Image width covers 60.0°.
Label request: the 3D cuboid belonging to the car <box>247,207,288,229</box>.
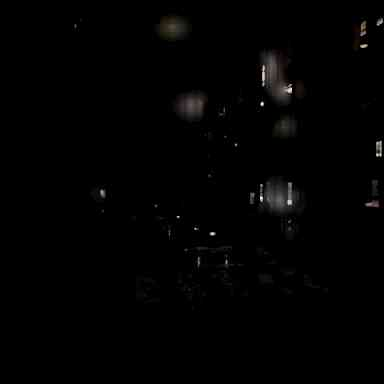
[{"bbox_3d":[4.846,1.631,22.064,1.802,1.307,4.206,-1,0,-11],"label":"car"}]

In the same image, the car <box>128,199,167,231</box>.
[{"bbox_3d":[-2.893,1.476,20.548,1.967,1.590,4.097,-1,0,-11],"label":"car"}]

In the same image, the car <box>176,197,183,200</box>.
[{"bbox_3d":[-2.509,1.617,47.256,1.812,1.442,4.674,0,-1,-11],"label":"car"}]

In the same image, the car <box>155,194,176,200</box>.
[{"bbox_3d":[-3.290,1.418,35.729,2.097,1.767,4.553,0,0,-11],"label":"car"}]

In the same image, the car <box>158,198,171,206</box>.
[{"bbox_3d":[-5.030,1.713,60.244,1.895,1.301,4.718,0,0,-11],"label":"car"}]

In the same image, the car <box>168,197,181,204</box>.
[{"bbox_3d":[-3.568,1.690,65.650,1.947,1.339,4.313,-1,0,-11],"label":"car"}]

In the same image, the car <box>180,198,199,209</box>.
[{"bbox_3d":[-0.414,1.648,49.305,2.008,1.369,4.403,-1,0,-11],"label":"car"}]

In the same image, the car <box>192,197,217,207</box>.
[{"bbox_3d":[1.688,1.644,38.408,1.947,1.339,4.313,-1,0,-11],"label":"car"}]

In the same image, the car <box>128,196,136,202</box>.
[{"bbox_3d":[-15.475,1.671,85.764,1.752,1.417,4.829,-1,0,-11],"label":"car"}]

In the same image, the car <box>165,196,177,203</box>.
[{"bbox_3d":[-4.619,1.684,71.099,2.008,1.369,4.403,-1,0,-11],"label":"car"}]

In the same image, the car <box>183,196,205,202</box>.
[{"bbox_3d":[0.634,1.403,43.856,2.192,1.841,5.009,-1,0,-11],"label":"car"}]

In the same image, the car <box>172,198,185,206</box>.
[{"bbox_3d":[-2.517,1.698,60.202,1.802,1.307,4.206,-1,0,-11],"label":"car"}]

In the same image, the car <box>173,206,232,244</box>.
[{"bbox_3d":[0.494,1.595,16.051,1.994,1.385,4.181,0,0,-11],"label":"car"}]

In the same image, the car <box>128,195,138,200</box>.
[{"bbox_3d":[-10.252,1.542,58.688,1.967,1.590,4.097,-1,0,-11],"label":"car"}]

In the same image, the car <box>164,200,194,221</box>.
[{"bbox_3d":[-1.391,1.613,25.813,1.994,1.385,4.181,0,0,-11],"label":"car"}]

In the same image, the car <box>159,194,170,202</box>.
[{"bbox_3d":[-6.724,1.465,81.996,2.192,1.841,5.009,-1,0,-11],"label":"car"}]

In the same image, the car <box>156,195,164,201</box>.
[{"bbox_3d":[-8.857,1.693,93.060,1.752,1.417,4.829,-1,0,-11],"label":"car"}]

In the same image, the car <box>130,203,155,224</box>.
[{"bbox_3d":[-3.943,1.628,25.997,1.802,1.307,4.206,-1,0,-11],"label":"car"}]

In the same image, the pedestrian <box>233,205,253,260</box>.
[{"bbox_3d":[1.675,1.316,10.971,0.375,1.860,0.375,-1,1,-11],"label":"pedestrian"}]

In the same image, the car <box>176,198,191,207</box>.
[{"bbox_3d":[-1.465,1.689,54.753,1.802,1.307,4.206,-1,0,-11],"label":"car"}]
